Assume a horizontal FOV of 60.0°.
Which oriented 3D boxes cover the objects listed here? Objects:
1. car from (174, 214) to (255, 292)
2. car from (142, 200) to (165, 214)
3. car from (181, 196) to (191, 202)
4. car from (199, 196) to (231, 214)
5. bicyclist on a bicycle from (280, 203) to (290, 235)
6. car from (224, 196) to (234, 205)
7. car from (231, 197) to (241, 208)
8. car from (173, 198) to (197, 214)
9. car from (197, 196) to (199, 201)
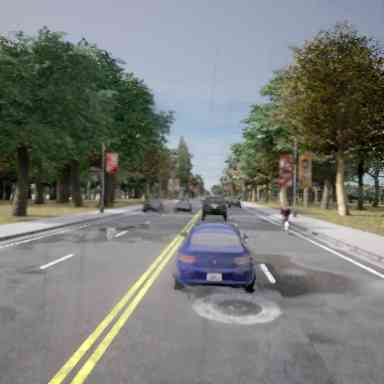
[{"bbox_3d":[0.612,1.568,9.030,1.812,1.442,4.674,1,0,4],"label":"car"},{"bbox_3d":[-4.191,1.600,37.179,2.033,1.411,5.357,1,0,4],"label":"car"},{"bbox_3d":[-1.352,1.641,77.688,2.033,1.411,5.357,1,0,4],"label":"car"},{"bbox_3d":[2.028,1.368,30.019,2.150,2.045,5.566,1,0,3],"label":"car"},{"bbox_3d":[5.358,1.543,19.257,0.659,1.776,1.843,1,0,4],"label":"bicyclist on a bicycle"},{"bbox_3d":[8.122,1.849,73.316,2.097,1.767,4.553,1,0,4],"label":"car"},{"bbox_3d":[6.984,1.716,55.026,2.097,1.767,4.553,1,0,4],"label":"car"},{"bbox_3d":[-0.913,1.667,37.541,2.033,1.411,5.357,1,0,4],"label":"car"},{"bbox_3d":[1.920,1.568,77.877,1.882,1.535,5.008,1,0,4],"label":"car"}]
